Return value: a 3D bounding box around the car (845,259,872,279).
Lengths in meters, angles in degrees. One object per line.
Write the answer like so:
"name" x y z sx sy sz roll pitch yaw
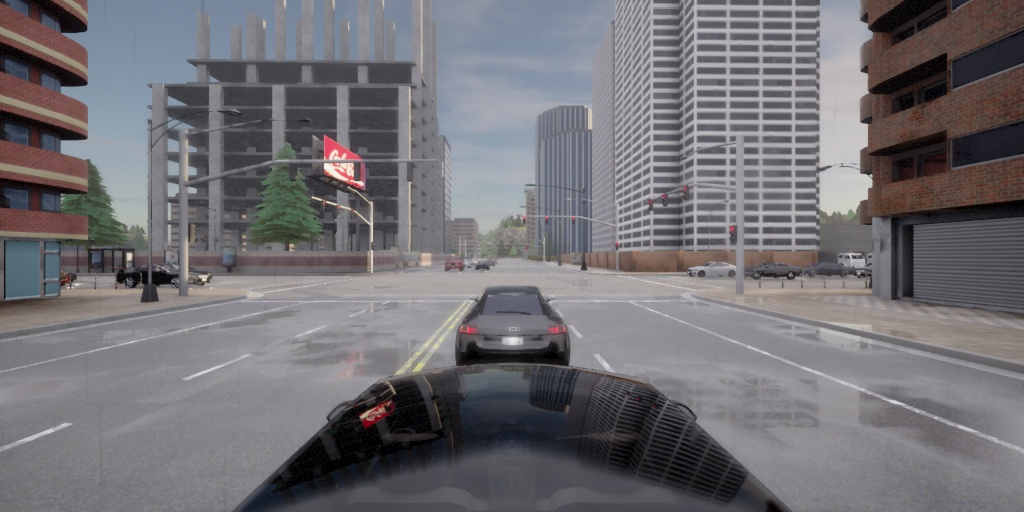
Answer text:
"car" 32.218 1.241 30.768 4.902 1.511 2.128 0 0 -1

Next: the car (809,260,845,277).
"car" 29.662 1.297 34.238 5.357 1.411 2.033 0 0 -1

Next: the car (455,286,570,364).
"car" 0.009 1.314 7.674 1.994 1.385 4.181 0 0 0

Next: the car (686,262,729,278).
"car" 19.080 1.276 34.066 4.674 1.442 1.812 0 0 -1

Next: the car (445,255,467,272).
"car" -7.572 0.971 47.604 2.150 2.045 5.566 0 0 -4

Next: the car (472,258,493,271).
"car" -4.062 1.351 50.056 1.895 1.301 4.718 0 0 -1

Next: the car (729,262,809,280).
"car" 21.845 1.241 30.627 4.902 1.511 2.128 0 0 -1

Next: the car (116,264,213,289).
"car" -22.017 1.241 22.763 4.902 1.511 2.128 0 0 -1

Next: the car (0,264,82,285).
"car" -34.601 1.314 26.081 4.181 1.385 1.994 0 0 -1

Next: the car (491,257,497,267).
"car" -4.162 1.314 64.423 1.994 1.385 4.181 0 0 0

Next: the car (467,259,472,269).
"car" -7.625 1.276 57.711 1.812 1.442 4.674 0 0 0

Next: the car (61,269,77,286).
"car" -31.119 1.102 22.631 4.553 1.767 2.097 0 0 -1
